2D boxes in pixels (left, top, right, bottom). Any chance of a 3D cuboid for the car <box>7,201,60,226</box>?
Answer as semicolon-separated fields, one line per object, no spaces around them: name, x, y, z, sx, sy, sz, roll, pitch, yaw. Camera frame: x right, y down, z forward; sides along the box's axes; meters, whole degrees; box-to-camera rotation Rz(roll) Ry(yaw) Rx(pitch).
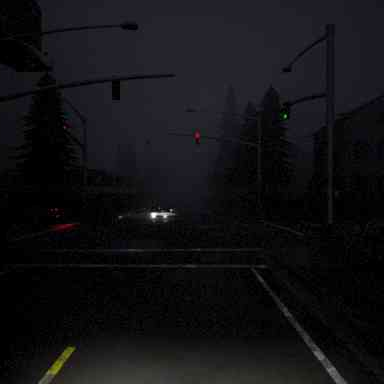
car;-11.092;1.317;21.408;4.902;1.511;2.128;1;0;-1

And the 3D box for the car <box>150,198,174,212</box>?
car;-3.517;1.564;38.001;1.994;1.385;4.181;0;0;0
